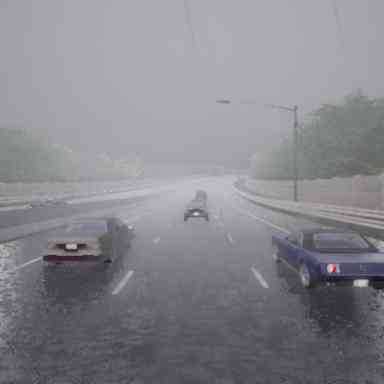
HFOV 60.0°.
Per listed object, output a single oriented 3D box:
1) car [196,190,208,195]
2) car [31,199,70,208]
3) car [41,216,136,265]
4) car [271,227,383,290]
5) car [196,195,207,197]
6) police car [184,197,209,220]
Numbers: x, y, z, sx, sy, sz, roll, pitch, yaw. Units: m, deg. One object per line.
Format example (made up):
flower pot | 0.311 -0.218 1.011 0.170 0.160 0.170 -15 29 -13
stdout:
car | 1.856 0.611 64.154 2.150 2.045 5.566 0 2 4
car | -13.541 1.359 32.090 1.895 1.301 4.718 0 0 2
car | -3.326 1.560 11.753 2.033 1.411 5.357 0 0 1
car | 3.540 1.622 9.151 1.895 1.301 4.718 0 0 0
car | 0.994 1.432 44.523 1.994 1.385 4.181 0 1 2
police car | 0.396 1.498 27.915 2.038 1.542 4.974 0 0 1
